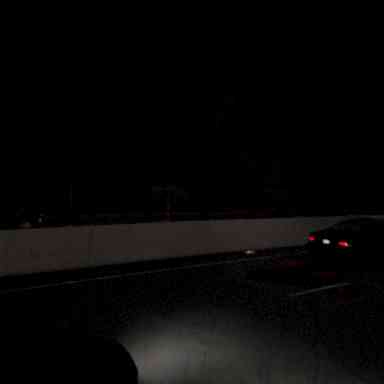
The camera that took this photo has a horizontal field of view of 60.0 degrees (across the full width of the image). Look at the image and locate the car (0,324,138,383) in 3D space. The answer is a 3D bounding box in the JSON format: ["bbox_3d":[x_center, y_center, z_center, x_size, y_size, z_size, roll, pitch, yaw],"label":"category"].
[{"bbox_3d":[-2.529,1.499,1.832,4.674,1.442,1.812,0,0,-36],"label":"car"}]

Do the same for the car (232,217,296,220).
[{"bbox_3d":[4.521,1.549,18.599,5.008,1.535,1.882,1,0,-27],"label":"car"}]

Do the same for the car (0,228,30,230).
[{"bbox_3d":[-10.552,1.419,17.762,4.892,1.490,1.837,1,0,-34],"label":"car"}]

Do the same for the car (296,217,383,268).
[{"bbox_3d":[6.414,1.628,11.577,5.357,1.411,2.033,1,0,-28],"label":"car"}]
